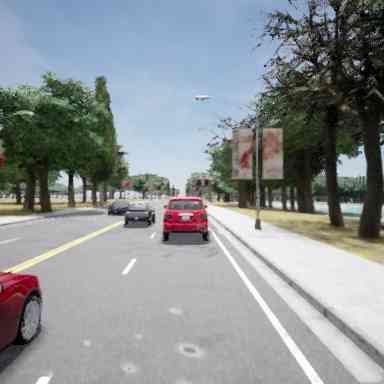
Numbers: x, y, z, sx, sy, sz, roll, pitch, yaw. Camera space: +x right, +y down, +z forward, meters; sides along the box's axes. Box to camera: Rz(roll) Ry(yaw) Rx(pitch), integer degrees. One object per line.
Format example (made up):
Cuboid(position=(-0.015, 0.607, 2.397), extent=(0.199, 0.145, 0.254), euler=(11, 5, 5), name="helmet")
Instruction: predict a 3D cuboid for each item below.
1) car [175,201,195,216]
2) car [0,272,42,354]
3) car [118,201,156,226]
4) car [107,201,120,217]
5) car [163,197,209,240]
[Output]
Cuboid(position=(-0.724, 1.756, 36.103), extent=(2.033, 1.411, 5.357), euler=(0, -1, -1), name="car")
Cuboid(position=(-3.280, 1.477, 3.326), extent=(1.882, 1.535, 5.008), euler=(0, 0, -1), name="car")
Cuboid(position=(-3.728, 1.586, 24.428), extent=(2.128, 1.511, 4.902), euler=(0, 0, -1), name="car")
Cuboid(position=(-7.385, 1.661, 34.369), extent=(1.882, 1.535, 5.008), euler=(0, -1, -1), name="car")
Cuboid(position=(-0.328, 1.271, 17.443), extent=(2.150, 2.045, 5.566), euler=(0, 0, -1), name="car")
